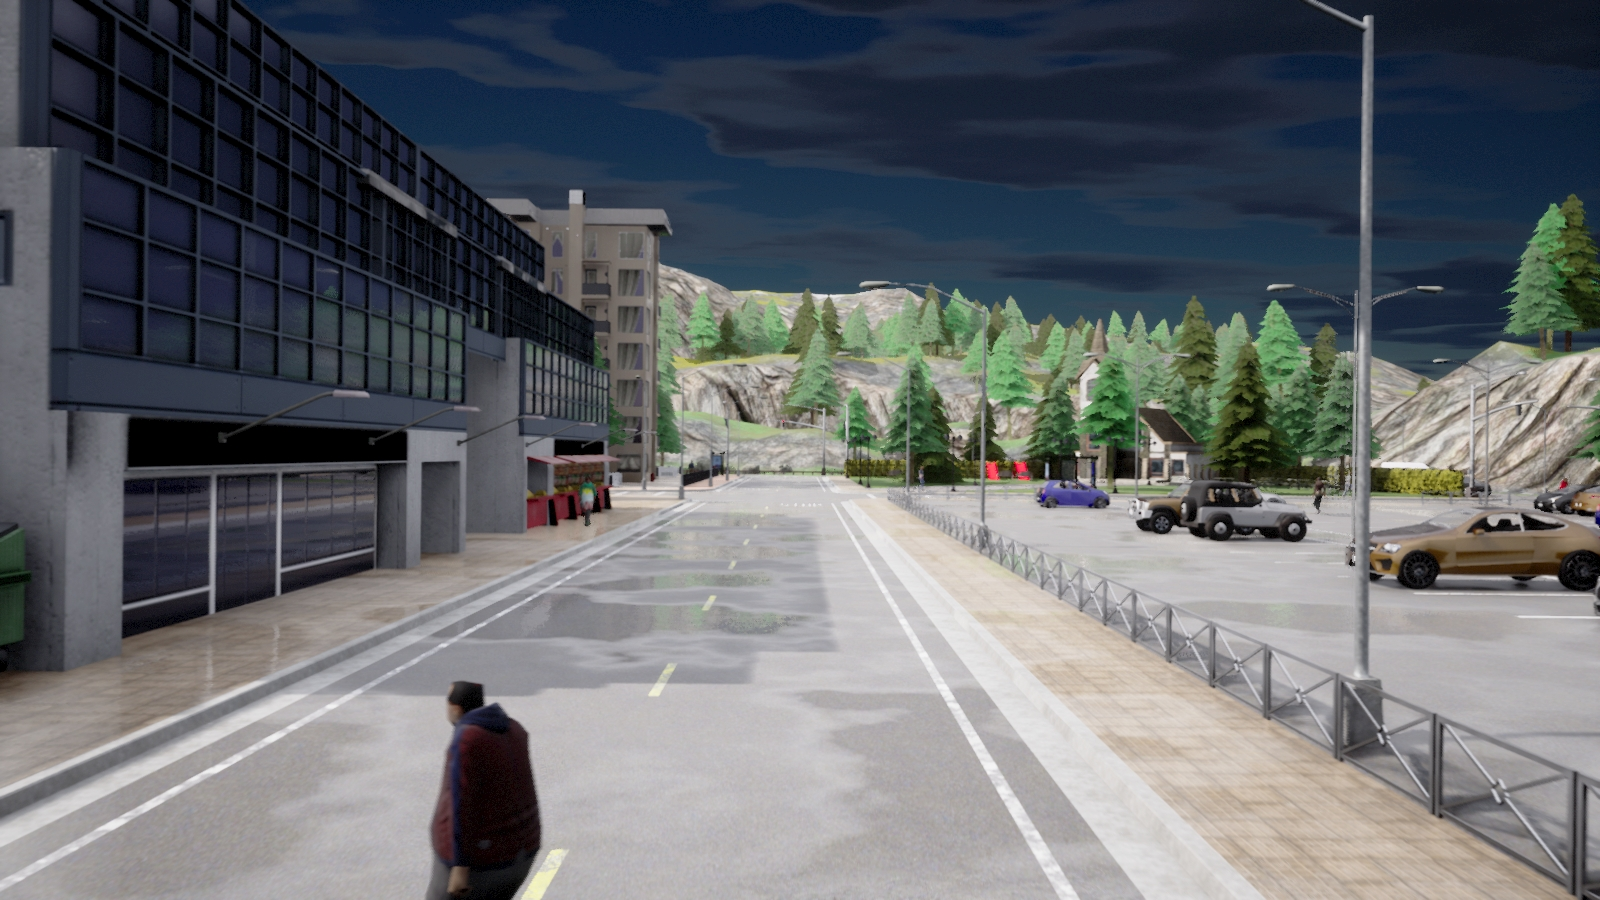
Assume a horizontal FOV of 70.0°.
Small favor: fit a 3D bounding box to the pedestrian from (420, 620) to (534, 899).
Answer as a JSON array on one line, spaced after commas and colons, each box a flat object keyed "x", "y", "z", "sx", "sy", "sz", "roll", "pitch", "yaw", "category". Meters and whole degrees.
[{"x": -1.607, "y": 1.816, "z": 5.690, "sx": 0.375, "sy": 1.860, "sz": 0.375, "roll": 1, "pitch": 0, "yaw": 30, "category": "pedestrian"}]

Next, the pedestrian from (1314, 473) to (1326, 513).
[{"x": 24.447, "y": 2.008, "z": 53.733, "sx": 0.375, "sy": 1.860, "sz": 0.375, "roll": 1, "pitch": 0, "yaw": -7, "category": "pedestrian"}]

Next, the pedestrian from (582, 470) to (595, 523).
[{"x": -7.503, "y": 1.636, "z": 40.481, "sx": 0.375, "sy": 1.860, "sz": 0.375, "roll": 1, "pitch": 0, "yaw": -2, "category": "pedestrian"}]
